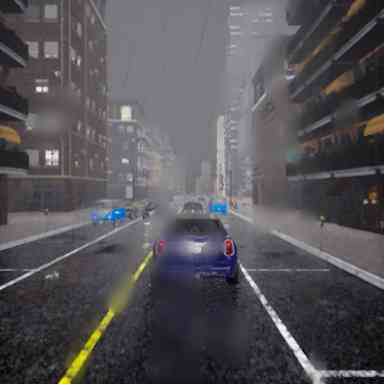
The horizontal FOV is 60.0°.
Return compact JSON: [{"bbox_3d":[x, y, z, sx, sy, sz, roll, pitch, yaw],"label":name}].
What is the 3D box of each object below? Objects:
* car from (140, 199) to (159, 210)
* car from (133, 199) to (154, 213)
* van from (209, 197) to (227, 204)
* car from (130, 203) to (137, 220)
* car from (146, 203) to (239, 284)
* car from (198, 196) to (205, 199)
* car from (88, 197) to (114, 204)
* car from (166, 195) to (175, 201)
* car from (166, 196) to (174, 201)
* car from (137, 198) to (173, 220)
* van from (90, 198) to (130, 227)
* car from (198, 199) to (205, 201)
[{"bbox_3d":[-5.731,1.661,45.693,2.008,1.369,4.403,-1,0,0],"label":"car"},{"bbox_3d":[-5.727,1.621,39.860,1.752,1.417,4.829,-1,0,0],"label":"car"},{"bbox_3d":[2.654,1.422,34.336,1.690,1.788,3.998,-1,0,0],"label":"van"},{"bbox_3d":[-5.719,1.618,28.701,2.008,1.369,4.403,-1,0,0],"label":"car"},{"bbox_3d":[0.077,1.374,9.806,2.097,1.767,4.553,0,0,0],"label":"car"},{"bbox_3d":[2.588,1.775,89.471,1.887,1.381,4.507,-1,0,0],"label":"car"},{"bbox_3d":[-17.927,1.665,65.657,4.829,1.417,1.752,0,1,0],"label":"car"},{"bbox_3d":[-5.760,1.671,89.409,1.967,1.590,4.097,-1,0,0],"label":"car"},{"bbox_3d":[-5.755,1.759,83.760,1.887,1.381,4.507,-1,0,0],"label":"car"},{"bbox_3d":[-3.116,1.559,28.788,2.128,1.511,4.902,0,0,0],"label":"car"},{"bbox_3d":[-5.719,1.395,23.038,1.690,1.788,3.998,-1,0,0],"label":"van"},{"bbox_3d":[0.076,1.614,28.634,2.033,1.411,5.357,0,0,0],"label":"car"}]
